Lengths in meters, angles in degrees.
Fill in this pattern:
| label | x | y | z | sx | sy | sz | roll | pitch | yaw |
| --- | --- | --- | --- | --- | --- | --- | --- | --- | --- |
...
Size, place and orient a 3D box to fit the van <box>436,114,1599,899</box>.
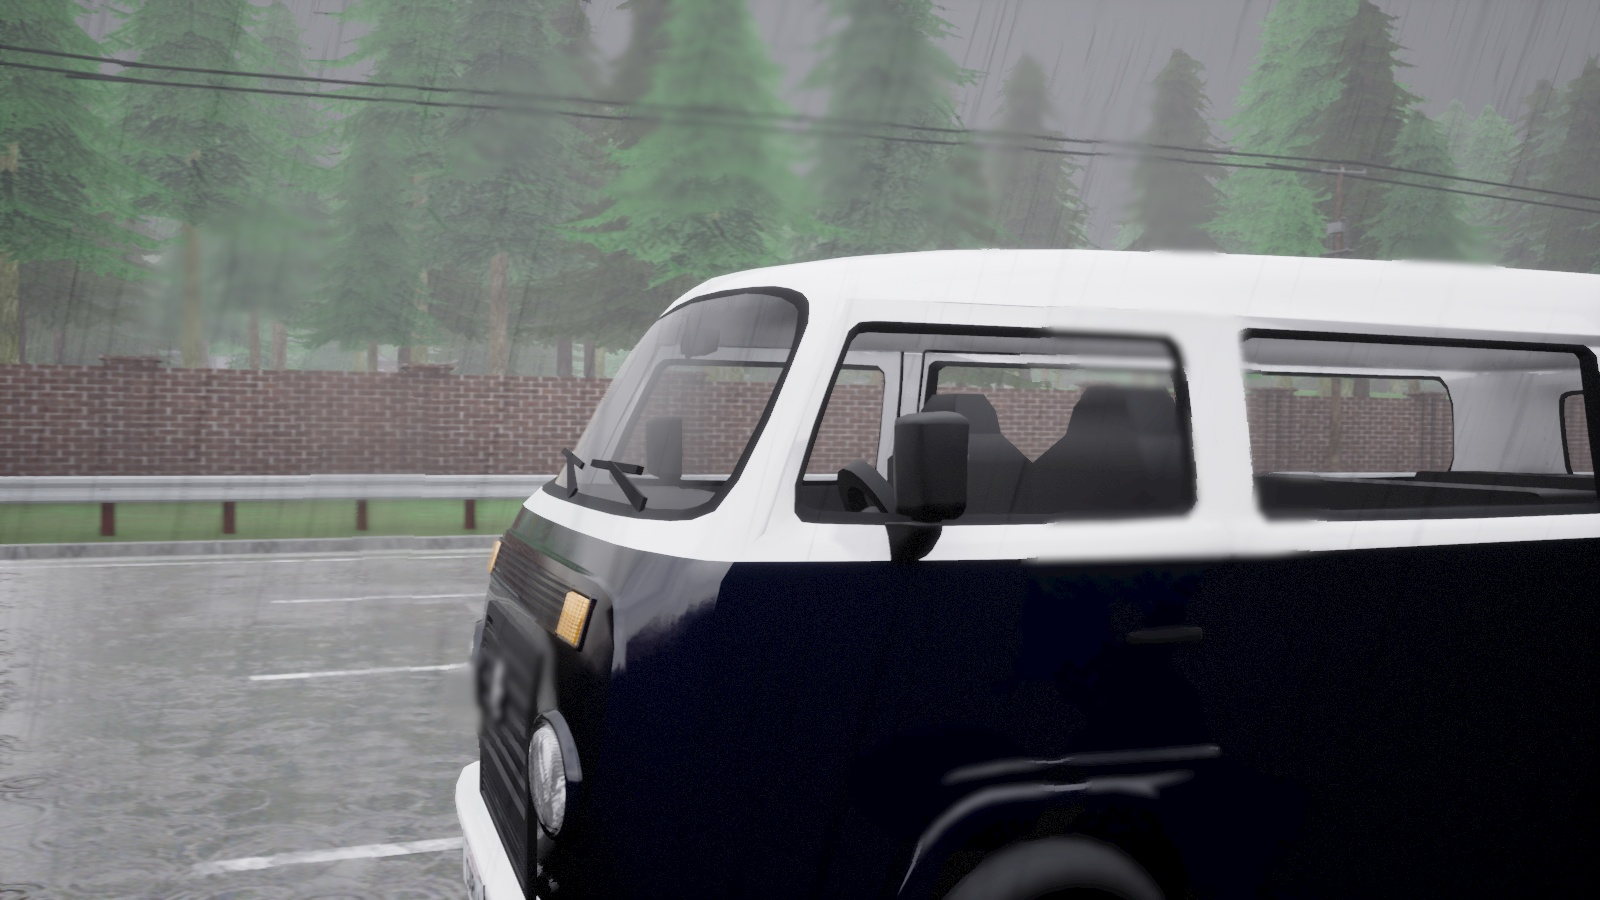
| label | x | y | z | sx | sy | sz | roll | pitch | yaw |
| --- | --- | --- | --- | --- | --- | --- | --- | --- | --- |
| van | 1.341 | 0.446 | 3.745 | 4.480 | 2.038 | 2.069 | -1 | 1 | -21 |
